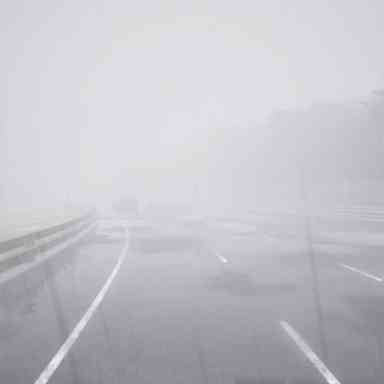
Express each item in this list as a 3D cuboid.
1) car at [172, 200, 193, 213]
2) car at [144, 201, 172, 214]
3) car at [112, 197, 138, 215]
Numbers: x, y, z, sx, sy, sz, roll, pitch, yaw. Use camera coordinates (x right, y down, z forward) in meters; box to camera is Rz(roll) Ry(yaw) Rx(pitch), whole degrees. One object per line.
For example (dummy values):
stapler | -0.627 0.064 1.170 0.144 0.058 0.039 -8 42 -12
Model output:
car | -1.493 1.798 41.766 1.882 1.535 5.008 0 -1 -23
car | -4.412 1.813 39.603 2.128 1.511 4.902 0 0 -22
car | -7.874 1.560 39.021 2.150 2.045 5.566 0 0 -23
